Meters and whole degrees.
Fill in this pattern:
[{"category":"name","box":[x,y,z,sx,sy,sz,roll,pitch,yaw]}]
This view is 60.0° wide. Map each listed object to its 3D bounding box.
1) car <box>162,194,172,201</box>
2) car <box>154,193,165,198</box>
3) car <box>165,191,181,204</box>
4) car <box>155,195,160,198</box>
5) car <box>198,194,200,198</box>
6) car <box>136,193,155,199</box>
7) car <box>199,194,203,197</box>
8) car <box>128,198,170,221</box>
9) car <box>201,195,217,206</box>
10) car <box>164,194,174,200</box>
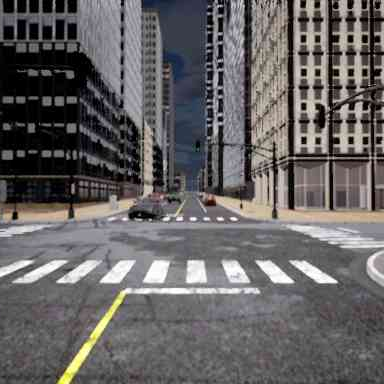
[{"category":"car","box":[-5.672,1.218,76.631,1.887,1.381,4.507,1,0,0]},{"category":"car","box":[-5.669,1.106,48.755,2.192,1.841,5.009,1,0,0]},{"category":"car","box":[-2.997,0.914,57.265,2.150,2.045,5.566,0,0,0]},{"category":"car","box":[-5.675,1.397,43.181,1.802,1.307,4.206,1,0,0]},{"category":"car","box":[2.707,1.287,65.550,1.947,1.339,4.313,1,0,0]},{"category":"car","box":[-5.672,1.279,37.605,1.967,1.590,4.097,1,0,0]},{"category":"car","box":[2.708,1.269,60.143,1.752,1.417,4.829,1,0,0]},{"category":"car","box":[-3.458,1.474,26.327,1.994,1.385,4.181,0,1,11]},{"category":"car","box":[2.706,1.373,48.818,1.802,1.307,4.206,1,0,0]},{"category":"car","box":[-5.671,1.201,82.207,2.008,1.369,4.403,1,0,0]}]
